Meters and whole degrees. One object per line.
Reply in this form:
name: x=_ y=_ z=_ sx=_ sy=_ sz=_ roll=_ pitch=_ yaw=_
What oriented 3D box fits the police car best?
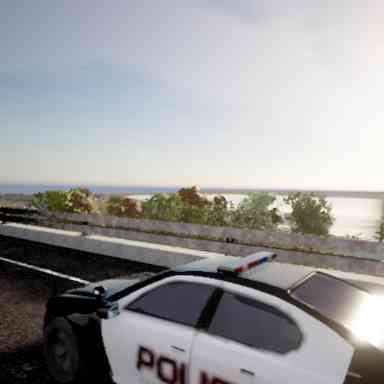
police car: x=0.266 y=1.474 z=3.689 sx=4.974 sy=1.542 sz=2.038 roll=1 pitch=1 yaw=36
